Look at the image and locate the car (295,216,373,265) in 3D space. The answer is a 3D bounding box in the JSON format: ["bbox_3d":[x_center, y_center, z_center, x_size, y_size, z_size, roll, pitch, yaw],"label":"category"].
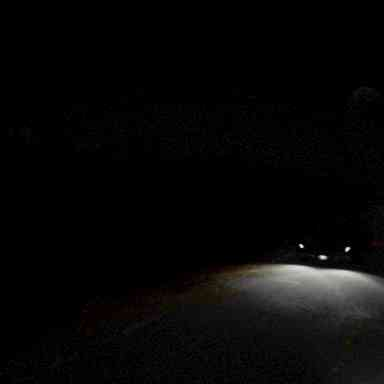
[{"bbox_3d":[5.513,1.628,12.422,2.033,1.411,5.357,-1,-1,34],"label":"car"}]
